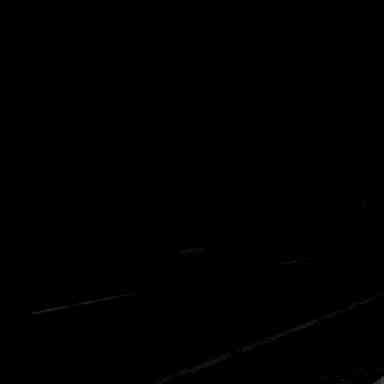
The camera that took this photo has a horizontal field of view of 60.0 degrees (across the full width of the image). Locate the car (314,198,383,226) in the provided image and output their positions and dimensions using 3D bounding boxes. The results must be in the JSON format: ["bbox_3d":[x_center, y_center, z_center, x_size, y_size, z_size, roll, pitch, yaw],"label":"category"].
[{"bbox_3d":[12.744,1.552,26.962,2.435,2.045,5.566,2,-1,-41],"label":"car"}]
